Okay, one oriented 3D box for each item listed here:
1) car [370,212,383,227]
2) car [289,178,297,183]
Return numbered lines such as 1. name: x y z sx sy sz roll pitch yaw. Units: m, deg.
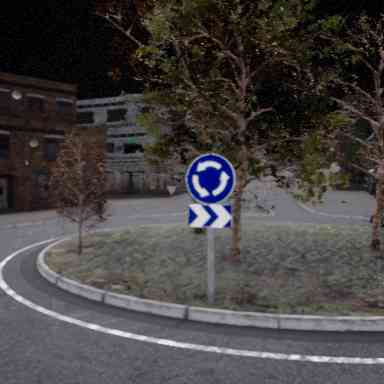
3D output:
1. car: 12.685 1.384 19.279 1.994 1.385 4.181 0 0 -27
2. car: 18.852 -2.155 63.819 1.895 1.301 4.718 0 6 25
